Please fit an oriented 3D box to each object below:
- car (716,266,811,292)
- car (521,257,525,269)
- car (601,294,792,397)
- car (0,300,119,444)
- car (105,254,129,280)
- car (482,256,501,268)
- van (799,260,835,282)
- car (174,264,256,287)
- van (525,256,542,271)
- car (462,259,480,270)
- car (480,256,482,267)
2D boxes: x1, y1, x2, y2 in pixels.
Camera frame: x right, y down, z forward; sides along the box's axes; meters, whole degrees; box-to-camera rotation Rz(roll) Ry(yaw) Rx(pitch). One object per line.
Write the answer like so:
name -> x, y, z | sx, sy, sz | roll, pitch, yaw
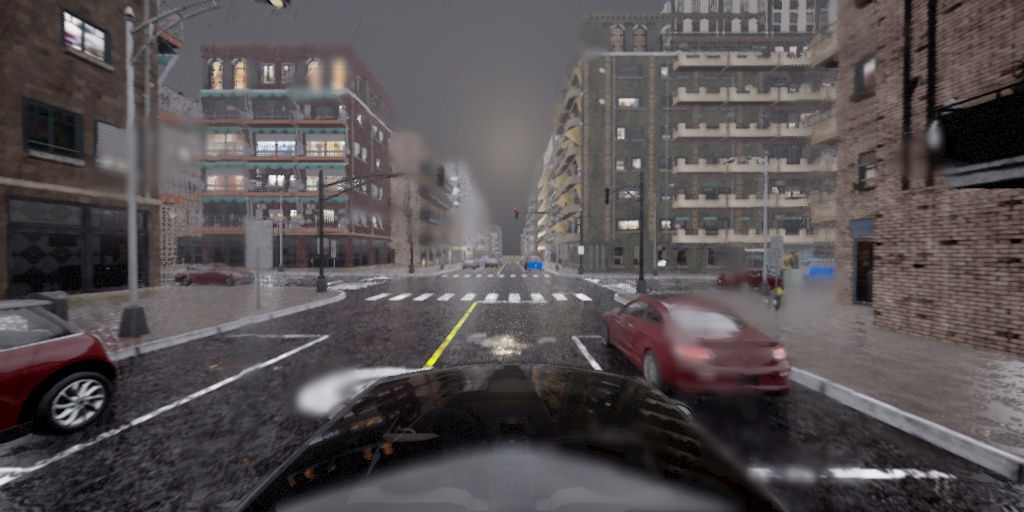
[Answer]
car -> 14.709, 1.417, 21.435 | 4.507, 1.381, 1.888 | 0, 0, 0
car -> 2.725, 0.897, 49.705 | 2.192, 1.841, 5.009 | 0, 0, 0
car -> 2.797, 1.311, 6.309 | 1.802, 1.307, 4.207 | 0, 0, 0
car -> -5.733, 1.186, 2.527 | 1.967, 1.591, 4.097 | 0, 0, 0
car -> -28.938, 0.655, 24.184 | 5.566, 2.045, 2.150 | 1, 1, 0
car -> -3.060, 1.050, 54.253 | 1.882, 1.535, 5.008 | 0, 0, 0
van -> 26.094, 1.229, 29.785 | 3.998, 1.789, 1.690 | 0, 0, 0
car -> -17.743, 1.131, 21.491 | 4.207, 1.307, 1.802 | 0, 0, 0
van -> 2.814, 0.937, 44.209 | 1.690, 1.789, 3.998 | 0, 0, 0
car -> -5.841, 1.164, 49.755 | 1.802, 1.307, 4.207 | 0, 0, 0
car -> -5.842, 1.136, 55.276 | 1.948, 1.339, 4.313 | 0, 0, 0
